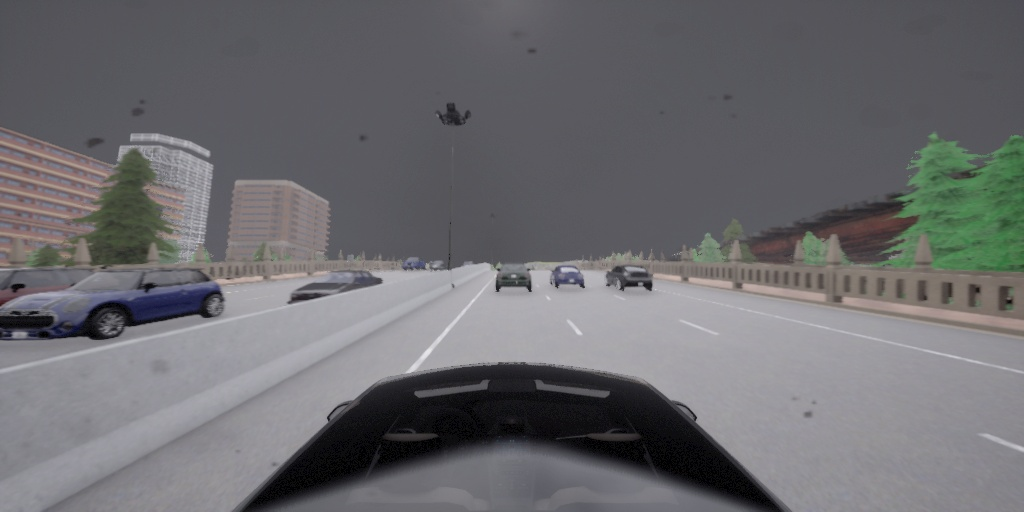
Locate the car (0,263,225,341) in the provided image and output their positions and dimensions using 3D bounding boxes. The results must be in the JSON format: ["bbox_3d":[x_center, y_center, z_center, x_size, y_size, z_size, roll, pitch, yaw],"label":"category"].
[{"bbox_3d":[-10.595,1.113,9.960,2.097,1.767,4.553,0,0,0],"label":"car"}]

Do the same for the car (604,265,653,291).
[{"bbox_3d":[7.102,1.295,22.203,1.837,1.490,4.892,0,0,0],"label":"car"}]

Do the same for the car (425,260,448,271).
[{"bbox_3d":[-10.544,1.385,51.677,2.128,1.511,4.902,0,-1,1],"label":"car"}]

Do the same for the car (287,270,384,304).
[{"bbox_3d":[-7.094,1.321,15.280,2.033,1.411,5.357,0,0,0],"label":"car"}]

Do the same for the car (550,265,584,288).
[{"bbox_3d":[3.604,1.319,23.889,1.812,1.442,4.674,0,0,0],"label":"car"}]

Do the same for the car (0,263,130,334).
[{"bbox_3d":[-14.096,1.113,9.962,2.097,1.767,4.553,0,0,0],"label":"car"}]

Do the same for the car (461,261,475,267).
[{"bbox_3d":[-7.010,1.593,58.201,2.128,1.511,4.902,0,-3,1],"label":"car"}]

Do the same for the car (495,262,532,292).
[{"bbox_3d":[0.101,1.141,22.046,2.097,1.767,4.553,0,0,0],"label":"car"}]

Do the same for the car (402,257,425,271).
[{"bbox_3d":[-14.036,1.109,51.656,2.150,2.045,5.566,0,-1,1],"label":"car"}]
